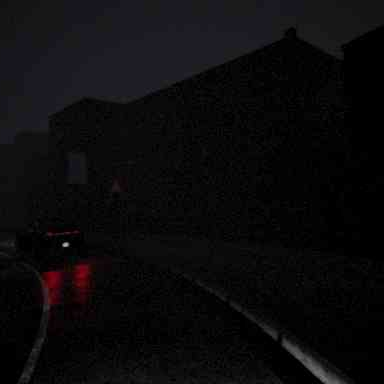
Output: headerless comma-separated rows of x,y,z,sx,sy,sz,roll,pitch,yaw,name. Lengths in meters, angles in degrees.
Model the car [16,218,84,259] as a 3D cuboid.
-6.346,1.918,14.632,2.128,1.511,4.902,-1,-2,-38,car
